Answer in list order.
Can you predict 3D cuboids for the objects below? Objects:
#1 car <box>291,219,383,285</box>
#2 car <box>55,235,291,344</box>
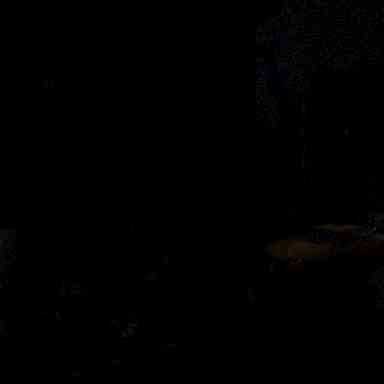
[{"bbox_3d":[3.954,1.531,9.533,4.829,1.417,1.752,0,0,-36],"label":"car"},{"bbox_3d":[-0.315,1.568,6.447,4.313,1.339,1.947,0,0,-36],"label":"car"}]
